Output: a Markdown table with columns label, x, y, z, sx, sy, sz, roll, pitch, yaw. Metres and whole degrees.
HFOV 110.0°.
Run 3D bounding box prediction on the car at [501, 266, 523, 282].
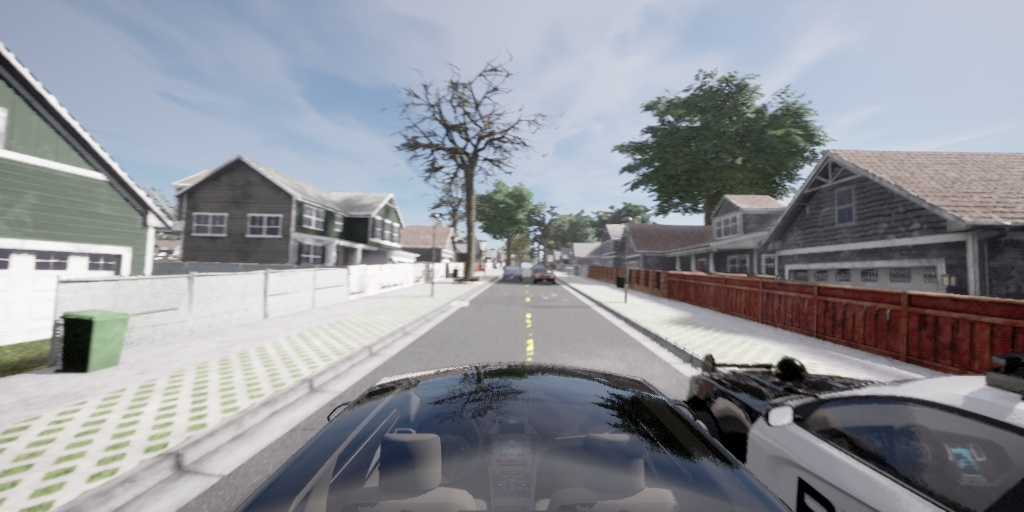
| label | x | y | z | sx | sy | sz | roll | pitch | yaw |
| --- | --- | --- | --- | --- | --- | --- | --- | --- | --- |
| car | 0.071 | 1.670 | 34.445 | 1.812 | 1.442 | 4.674 | 1 | -1 | 2 |

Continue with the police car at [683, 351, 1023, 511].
| label | x | y | z | sx | sy | sz | roll | pitch | yaw |
| --- | --- | --- | --- | --- | --- | --- | --- | --- | --- |
| police car | 2.503 | 1.236 | 1.550 | 1.930 | 1.638 | 5.238 | 1 | -1 | 2 |

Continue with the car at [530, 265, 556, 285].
| label | x | y | z | sx | sy | sz | roll | pitch | yaw |
| --- | --- | --- | --- | --- | --- | --- | --- | --- | --- |
| car | 2.788 | 1.774 | 31.545 | 1.895 | 1.301 | 4.718 | 1 | -1 | 2 |

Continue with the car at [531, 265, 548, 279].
| label | x | y | z | sx | sy | sz | roll | pitch | yaw |
| --- | --- | --- | --- | --- | --- | --- | --- | --- | --- |
| car | 3.201 | 1.862 | 42.976 | 1.837 | 1.490 | 4.892 | 1 | 0 | 3 |
